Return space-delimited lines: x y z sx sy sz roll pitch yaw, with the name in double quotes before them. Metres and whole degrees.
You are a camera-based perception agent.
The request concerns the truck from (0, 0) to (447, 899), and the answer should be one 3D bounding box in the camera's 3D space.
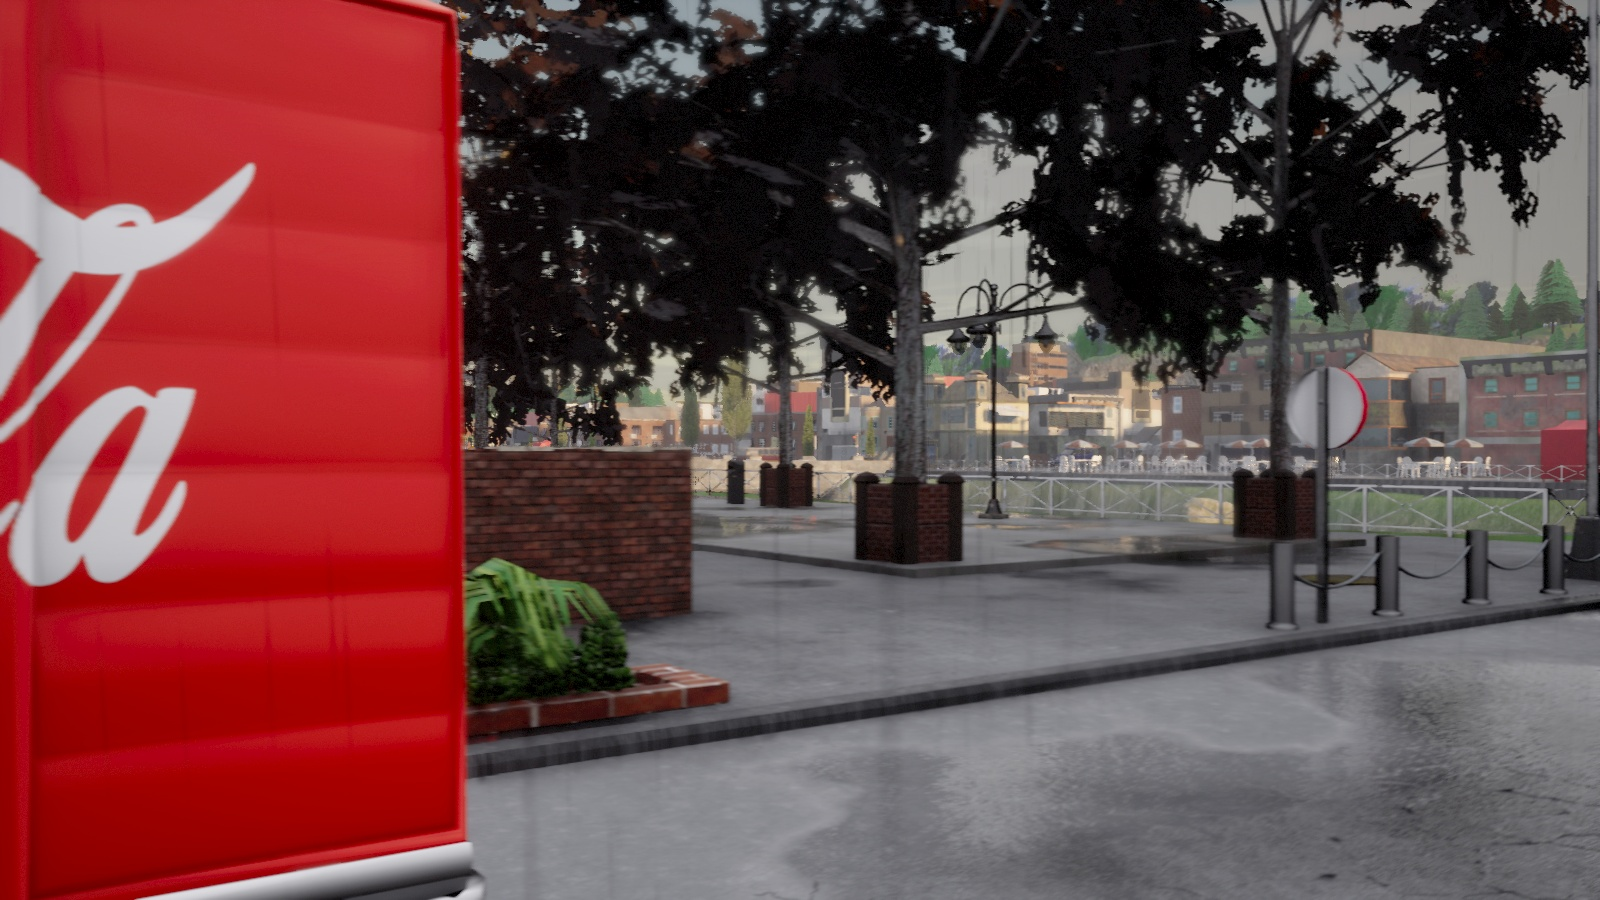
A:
"truck" -3.515 0.270 1.824 5.204 2.467 2.627 0 0 -35
